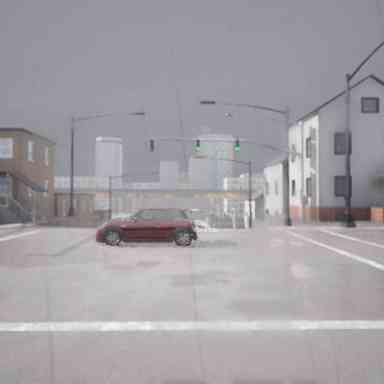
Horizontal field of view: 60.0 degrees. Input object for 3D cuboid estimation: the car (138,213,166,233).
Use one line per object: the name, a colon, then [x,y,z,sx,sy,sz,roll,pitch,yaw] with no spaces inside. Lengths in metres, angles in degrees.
car: [-3.611,2.947,31.055,1.882,1.535,5.008,0,-9,1]

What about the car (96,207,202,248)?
car: [-1.997,1.501,15.247,4.553,1.767,2.097,0,-1,-1]
